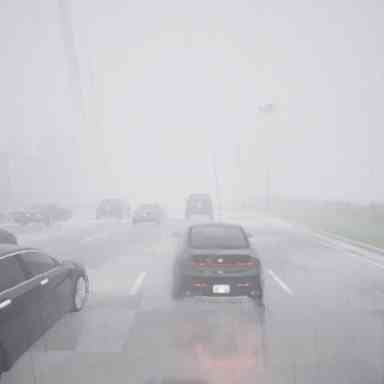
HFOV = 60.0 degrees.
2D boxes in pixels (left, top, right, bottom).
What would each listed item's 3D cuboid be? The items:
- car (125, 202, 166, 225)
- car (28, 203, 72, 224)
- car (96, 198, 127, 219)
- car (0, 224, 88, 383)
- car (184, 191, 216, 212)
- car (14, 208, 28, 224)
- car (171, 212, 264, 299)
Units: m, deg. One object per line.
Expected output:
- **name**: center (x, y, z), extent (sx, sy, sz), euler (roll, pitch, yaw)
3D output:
- **car**: center (-2.949, 1.477, 23.280), extent (2.033, 1.411, 5.357), euler (0, 0, 0)
- **car**: center (-9.950, 1.476, 22.672), extent (2.033, 1.411, 5.357), euler (0, 0, 0)
- **car**: center (-6.441, 1.267, 27.751), extent (2.097, 1.767, 4.553), euler (0, 0, 0)
- **car**: center (-2.974, 1.490, 4.702), extent (1.837, 1.490, 4.892), euler (0, 0, 0)
- **car**: center (0.557, 1.140, 27.513), extent (2.150, 2.045, 5.566), euler (0, 0, 0)
- **car**: center (-6.469, 1.324, 8.517), extent (2.097, 1.767, 4.553), euler (0, 0, 0)
- **car**: center (0.530, 1.480, 8.376), extent (1.837, 1.490, 4.892), euler (0, 0, 0)
